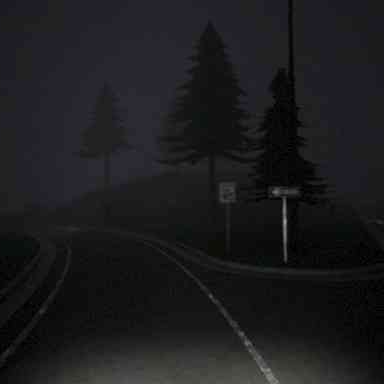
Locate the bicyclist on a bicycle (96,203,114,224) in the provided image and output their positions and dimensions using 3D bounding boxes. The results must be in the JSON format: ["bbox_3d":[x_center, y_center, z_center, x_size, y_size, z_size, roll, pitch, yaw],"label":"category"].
[{"bbox_3d":[-6.937,1.686,26.434,0.582,1.620,1.656,-1,-1,42],"label":"bicyclist on a bicycle"}]
